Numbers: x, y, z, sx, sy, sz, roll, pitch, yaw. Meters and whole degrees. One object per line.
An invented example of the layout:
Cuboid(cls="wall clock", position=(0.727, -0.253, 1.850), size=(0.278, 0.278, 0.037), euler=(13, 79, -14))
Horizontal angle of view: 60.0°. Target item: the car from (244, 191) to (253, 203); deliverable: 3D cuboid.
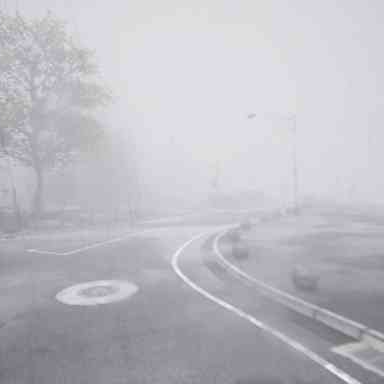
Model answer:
Cuboid(cls="car", position=(5.969, 1.005, 49.841), size=(5.008, 1.535, 2.097), euler=(-1, -1, 29))

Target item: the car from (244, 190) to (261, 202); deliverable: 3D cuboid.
Cuboid(cls="car", position=(7.345, 0.762, 52.416), size=(5.566, 2.045, 2.435), euler=(-1, -1, 29))

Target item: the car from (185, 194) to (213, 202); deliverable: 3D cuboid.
Cuboid(cls="car", position=(1.299, 1.284, 67.174), size=(5.366, 1.575, 1.946), euler=(-1, -1, 29))

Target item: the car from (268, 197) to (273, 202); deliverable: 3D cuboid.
Cuboid(cls="car", position=(11.799, 0.974, 60.498), size=(4.553, 1.767, 2.185), euler=(-1, -1, 29))

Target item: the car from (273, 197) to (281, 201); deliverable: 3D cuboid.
Cuboid(cls="car", position=(13.399, 1.139, 62.945), size=(5.366, 1.575, 1.946), euler=(-1, -1, 29))

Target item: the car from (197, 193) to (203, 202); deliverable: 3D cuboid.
Cuboid(cls="car", position=(0.012, 1.249, 64.846), size=(5.366, 1.575, 1.946), euler=(-1, -1, 29))

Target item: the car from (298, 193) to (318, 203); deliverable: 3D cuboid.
Cuboid(cls="car", position=(17.873, 0.926, 51.741), size=(1.882, 1.535, 5.008), euler=(-1, -1, 29))

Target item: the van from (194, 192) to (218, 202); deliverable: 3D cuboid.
Cuboid(cls="van", position=(2.914, 1.100, 69.478), size=(4.442, 1.987, 1.878), euler=(-1, -1, 29))

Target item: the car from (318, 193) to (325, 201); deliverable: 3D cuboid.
Cuboid(cls="car", position=(22.943, 0.892, 60.811), size=(2.097, 1.767, 4.553), euler=(-1, 0, 29))

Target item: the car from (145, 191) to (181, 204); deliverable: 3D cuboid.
Cuboid(cls="car", position=(-5.185, 0.925, 54.947), size=(5.566, 2.045, 2.435), euler=(-1, -1, 29))

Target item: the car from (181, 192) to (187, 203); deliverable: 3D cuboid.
Cuboid(cls="car", position=(-3.922, 1.185, 57.298), size=(4.892, 1.521, 2.231), euler=(-1, -1, 29))

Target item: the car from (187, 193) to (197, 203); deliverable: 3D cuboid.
Cuboid(cls="car", position=(-2.566, 0.943, 59.741), size=(5.566, 2.045, 2.435), euler=(-1, -1, 29))

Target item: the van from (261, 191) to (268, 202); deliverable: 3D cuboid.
Cuboid(cls="van", position=(10.256, 0.841, 57.882), size=(4.442, 1.987, 1.878), euler=(-1, -1, 29))

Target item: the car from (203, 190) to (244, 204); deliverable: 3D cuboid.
Cuboid(cls="car", position=(4.490, 0.872, 47.191), size=(4.553, 1.767, 2.185), euler=(-1, -1, 29))
